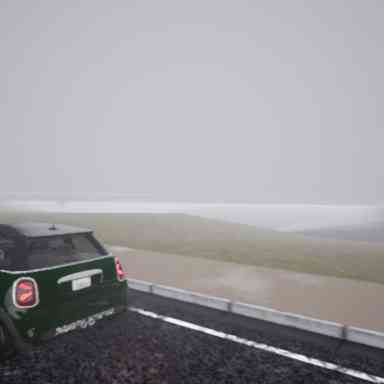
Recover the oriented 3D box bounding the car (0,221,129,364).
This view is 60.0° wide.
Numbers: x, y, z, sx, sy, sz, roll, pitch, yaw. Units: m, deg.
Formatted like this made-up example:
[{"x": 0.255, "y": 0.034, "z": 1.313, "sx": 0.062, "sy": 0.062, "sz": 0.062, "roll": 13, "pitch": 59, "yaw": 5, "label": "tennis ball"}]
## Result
[{"x": -3.327, "y": 1.344, "z": 6.058, "sx": 4.553, "sy": 1.767, "sz": 2.097, "roll": 0, "pitch": 0, "yaw": 35, "label": "car"}]
